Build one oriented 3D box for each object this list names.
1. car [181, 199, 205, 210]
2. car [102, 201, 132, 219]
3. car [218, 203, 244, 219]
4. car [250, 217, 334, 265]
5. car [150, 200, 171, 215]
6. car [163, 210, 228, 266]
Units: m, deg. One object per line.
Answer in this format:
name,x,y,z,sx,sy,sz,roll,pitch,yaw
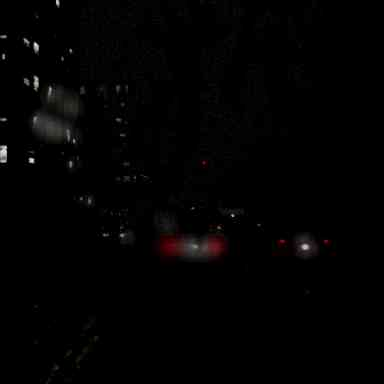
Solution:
car,0.080,1.403,30.000,2.097,1.767,4.553,0,0,0
car,-6.588,1.556,29.637,1.837,1.490,4.892,0,-1,0
car,3.330,1.649,29.308,1.895,1.301,4.718,0,0,0
car,3.317,1.582,11.721,1.994,1.385,4.181,0,0,0
car,-3.314,1.609,35.678,2.033,1.411,5.357,0,0,0
car,0.065,1.565,11.563,2.033,1.411,5.357,0,0,0
